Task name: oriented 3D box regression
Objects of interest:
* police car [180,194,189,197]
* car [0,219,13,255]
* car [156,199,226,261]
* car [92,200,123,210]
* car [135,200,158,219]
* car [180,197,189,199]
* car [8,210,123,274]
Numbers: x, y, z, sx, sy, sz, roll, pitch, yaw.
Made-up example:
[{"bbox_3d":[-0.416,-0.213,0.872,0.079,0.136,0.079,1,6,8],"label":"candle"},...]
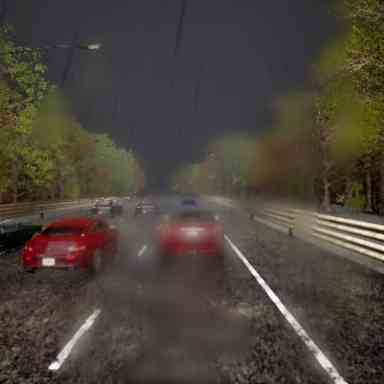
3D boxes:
[{"bbox_3d":[-1.852,1.458,93.315,1.930,1.638,5.238,0,0,-4],"label":"police car"},{"bbox_3d":[-7.001,1.578,11.590,1.895,1.301,4.718,0,0,0],"label":"car"},{"bbox_3d":[0.022,1.323,12.291,2.097,1.767,4.553,0,0,0],"label":"car"},{"bbox_3d":[-7.258,1.444,28.748,2.128,1.511,4.902,0,0,-1],"label":"car"},{"bbox_3d":[-3.706,1.443,28.771,2.128,1.511,4.902,0,0,-1],"label":"car"},{"bbox_3d":[-0.224,1.476,29.792,1.812,1.442,4.674,0,0,-1],"label":"car"},{"bbox_3d":[-3.463,1.501,10.321,1.812,1.442,4.674,0,0,0],"label":"car"}]
